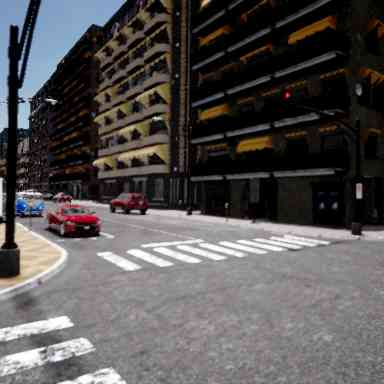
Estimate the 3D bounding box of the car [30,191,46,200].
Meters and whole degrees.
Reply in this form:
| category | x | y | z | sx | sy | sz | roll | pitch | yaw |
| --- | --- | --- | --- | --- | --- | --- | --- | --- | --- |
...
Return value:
| category | x | y | z | sx | sy | sz | roll | pitch | yaw |
| --- | --- | --- | --- | --- | --- | --- | --- | --- | --- |
| car | -29.167 | 0.638 | 62.792 | 1.752 | 1.417 | 4.829 | 2 | 0 | -36 |

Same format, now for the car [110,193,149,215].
| category | x | y | z | sx | sy | sz | roll | pitch | yaw |
| --- | --- | --- | --- | --- | --- | --- | --- | --- | --- |
| car | -5.809 | 1.047 | 30.604 | 2.192 | 1.841 | 5.009 | 2 | 0 | -36 |

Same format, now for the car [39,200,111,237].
| category | x | y | z | sx | sy | sz | roll | pitch | yaw |
| --- | --- | --- | --- | --- | --- | --- | --- | --- | --- |
| car | -5.951 | 1.300 | 16.518 | 1.887 | 1.381 | 4.507 | 2 | -1 | -36 |

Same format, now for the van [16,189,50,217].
| category | x | y | z | sx | sy | sz | roll | pitch | yaw |
| --- | --- | --- | --- | --- | --- | --- | --- | --- | --- |
| van | -12.586 | 0.920 | 25.676 | 1.690 | 1.788 | 3.998 | 2 | -1 | -36 |

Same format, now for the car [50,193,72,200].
| category | x | y | z | sx | sy | sz | roll | pitch | yaw |
| --- | --- | --- | --- | --- | --- | --- | --- | --- | --- |
| car | -19.100 | 0.820 | 48.918 | 1.967 | 1.590 | 4.097 | 2 | 0 | -36 |

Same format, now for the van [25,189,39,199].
| category | x | y | z | sx | sy | sz | roll | pitch | yaw |
| --- | --- | --- | --- | --- | --- | --- | --- | --- | --- |
| van | -32.382 | 0.369 | 67.234 | 1.690 | 1.788 | 3.998 | 2 | 0 | -36 |

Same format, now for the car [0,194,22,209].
| category | x | y | z | sx | sy | sz | roll | pitch | yaw |
| --- | --- | --- | --- | --- | --- | --- | --- | --- | --- |
| car | -19.237 | 0.948 | 34.833 | 1.887 | 1.381 | 4.507 | 2 | -1 | -36 |

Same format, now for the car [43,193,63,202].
| category | x | y | z | sx | sy | sz | roll | pitch | yaw |
| --- | --- | --- | --- | --- | --- | --- | --- | --- | --- |
| car | -22.425 | 0.858 | 53.496 | 1.947 | 1.339 | 4.313 | 2 | 0 | -36 |

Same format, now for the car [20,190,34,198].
| category | x | y | z | sx | sy | sz | roll | pitch | yaw |
| --- | --- | --- | --- | --- | --- | --- | --- | --- | --- |
| car | -35.708 | 0.380 | 71.812 | 1.967 | 1.590 | 4.097 | 2 | 0 | -36 |

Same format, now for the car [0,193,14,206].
| category | x | y | z | sx | sy | sz | roll | pitch | yaw |
| --- | --- | --- | --- | --- | --- | --- | --- | --- | --- |
| car | -22.458 | 0.843 | 39.274 | 1.752 | 1.417 | 4.829 | 2 | -1 | -36 |
